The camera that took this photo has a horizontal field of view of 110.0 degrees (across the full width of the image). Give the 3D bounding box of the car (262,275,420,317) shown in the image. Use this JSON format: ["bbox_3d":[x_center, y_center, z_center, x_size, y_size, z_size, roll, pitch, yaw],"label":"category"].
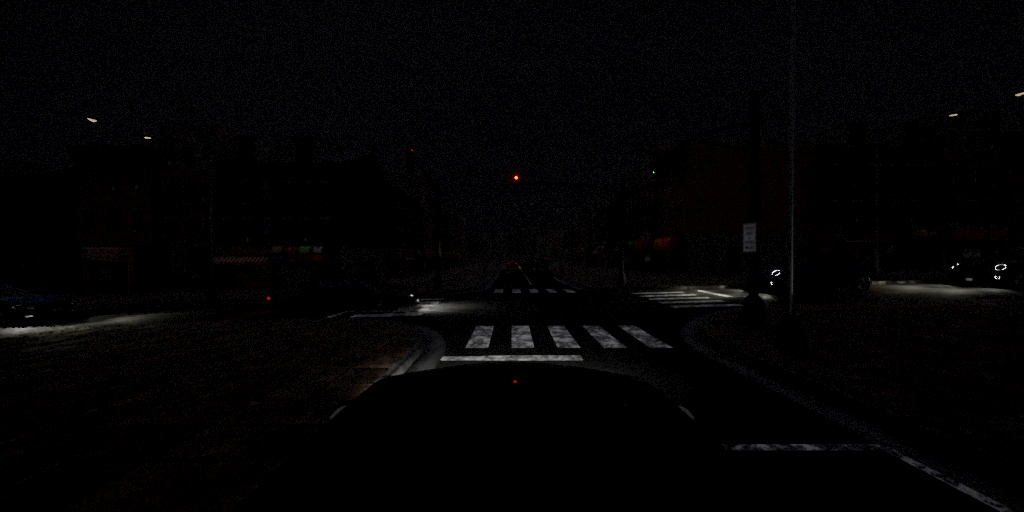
[{"bbox_3d":[-6.371,1.442,13.814,5.357,1.411,2.033,-2,0,-7],"label":"car"}]

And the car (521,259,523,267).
[{"bbox_3d":[2.634,1.126,43.970,2.192,1.841,5.009,0,0,0],"label":"car"}]

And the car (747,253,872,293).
[{"bbox_3d":[13.359,0.685,16.355,4.553,1.767,2.097,-1,0,1],"label":"car"}]

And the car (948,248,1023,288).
[{"bbox_3d":[23.077,0.434,16.351,4.553,1.767,2.097,-1,0,0],"label":"car"}]

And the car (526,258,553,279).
[{"bbox_3d":[2.635,1.225,33.166,1.967,1.591,4.097,0,0,0],"label":"car"}]

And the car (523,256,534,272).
[{"bbox_3d":[2.634,1.112,38.567,2.192,1.841,5.009,0,0,0],"label":"car"}]

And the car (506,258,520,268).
[{"bbox_3d":[0.094,1.398,62.696,1.812,1.442,4.674,0,0,0],"label":"car"}]

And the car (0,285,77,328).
[{"bbox_3d":[-19.405,1.808,13.321,5.008,1.535,1.882,-2,0,0],"label":"car"}]
